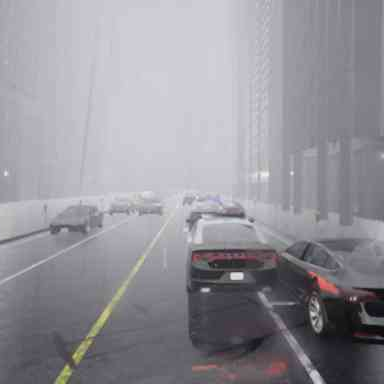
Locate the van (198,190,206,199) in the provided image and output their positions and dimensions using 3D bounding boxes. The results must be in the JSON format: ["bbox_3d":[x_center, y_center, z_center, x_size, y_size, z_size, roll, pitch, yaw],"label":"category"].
[{"bbox_3d":[2.231,0.509,73.953,1.690,1.788,3.998,0,1,0],"label":"van"}]

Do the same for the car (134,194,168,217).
[{"bbox_3d":[-3.292,1.192,27.650,1.837,1.490,4.892,0,1,0],"label":"car"}]

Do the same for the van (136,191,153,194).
[{"bbox_3d":[-6.050,0.889,40.046,1.690,1.788,3.998,0,1,0],"label":"van"}]

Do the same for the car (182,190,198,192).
[{"bbox_3d":[-0.411,0.855,57.799,1.837,1.490,4.892,0,1,0],"label":"car"}]

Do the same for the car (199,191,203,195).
[{"bbox_3d":[2.354,0.941,57.035,1.802,1.307,4.206,0,1,0],"label":"car"}]

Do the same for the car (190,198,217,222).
[{"bbox_3d":[0.728,1.248,24.643,1.812,1.442,4.674,0,1,0],"label":"car"}]

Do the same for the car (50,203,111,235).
[{"bbox_3d":[-5.887,1.367,17.487,1.947,1.339,4.313,0,1,0],"label":"car"}]

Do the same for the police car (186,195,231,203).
[{"bbox_3d":[0.770,1.214,18.752,1.930,1.638,5.238,0,1,0],"label":"police car"}]

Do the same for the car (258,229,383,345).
[{"bbox_3d":[2.719,1.495,6.273,1.947,1.339,4.313,0,1,0],"label":"car"}]

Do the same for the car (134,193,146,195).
[{"bbox_3d":[-6.008,1.138,34.237,1.752,1.417,4.829,0,1,0],"label":"car"}]

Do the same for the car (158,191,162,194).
[{"bbox_3d":[-6.131,0.861,51.327,1.967,1.590,4.097,0,1,0],"label":"car"}]

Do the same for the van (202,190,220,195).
[{"bbox_3d":[2.475,0.890,40.112,1.690,1.788,3.998,0,1,0],"label":"van"}]

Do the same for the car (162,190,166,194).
[{"bbox_3d":[-6.172,0.672,56.967,2.192,1.841,5.009,0,1,0],"label":"car"}]

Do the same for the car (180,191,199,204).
[{"bbox_3d":[-0.290,0.995,45.222,1.837,1.490,4.892,0,0,0],"label":"car"}]

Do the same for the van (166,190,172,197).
[{"bbox_3d":[-6.334,0.443,79.529,1.690,1.788,3.998,0,1,0],"label":"van"}]

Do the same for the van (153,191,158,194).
[{"bbox_3d":[-6.091,0.825,45.686,1.690,1.788,3.998,0,1,0],"label":"van"}]

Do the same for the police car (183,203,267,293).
[{"bbox_3d":[0.785,1.326,8.743,1.930,1.638,5.238,0,1,-1],"label":"police car"}]

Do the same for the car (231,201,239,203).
[{"bbox_3d":[2.597,1.284,23.193,1.887,1.381,4.507,0,1,0],"label":"car"}]

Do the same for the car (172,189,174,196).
[{"bbox_3d":[-6.374,0.583,85.171,1.887,1.381,4.507,0,1,0],"label":"car"}]

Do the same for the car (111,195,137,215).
[{"bbox_3d":[-5.968,1.225,28.768,2.008,1.369,4.403,0,1,0],"label":"car"}]
